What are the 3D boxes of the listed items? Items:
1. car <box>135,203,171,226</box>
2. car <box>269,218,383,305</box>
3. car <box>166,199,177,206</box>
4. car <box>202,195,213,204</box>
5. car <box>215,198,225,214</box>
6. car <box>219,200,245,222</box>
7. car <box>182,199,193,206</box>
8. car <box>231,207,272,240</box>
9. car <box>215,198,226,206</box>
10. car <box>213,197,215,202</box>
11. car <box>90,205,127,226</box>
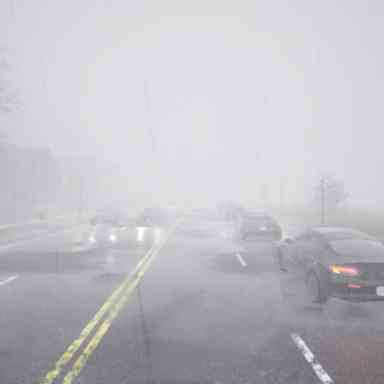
[{"bbox_3d":[-2.965,1.776,25.108,1.994,1.385,4.181,0,0,2],"label":"car"},{"bbox_3d":[3.409,1.599,8.153,1.812,1.442,4.674,0,-1,0],"label":"car"},{"bbox_3d":[-4.050,2.087,66.429,2.128,1.511,4.902,0,0,4],"label":"car"},{"bbox_3d":[3.699,1.863,81.673,2.150,2.045,5.566,0,-1,5],"label":"car"},{"bbox_3d":[4.149,1.691,39.775,2.097,1.767,4.553,0,0,3],"label":"car"},{"bbox_3d":[3.726,1.739,28.868,2.128,1.511,4.902,0,0,2],"label":"car"},{"bbox_3d":[-0.810,2.052,66.153,1.882,1.535,5.008,0,0,4],"label":"car"},{"bbox_3d":[3.436,1.719,17.927,1.994,1.385,4.181,0,0,1],"label":"car"},{"bbox_3d":[6.208,2.121,72.569,2.128,1.511,4.902,0,-1,5],"label":"car"},{"bbox_3d":[5.389,1.882,61.627,2.097,1.767,4.553,0,-1,4],"label":"car"},{"bbox_3d":[-6.209,1.737,25.166,1.812,1.442,4.674,0,0,2],"label":"car"}]
